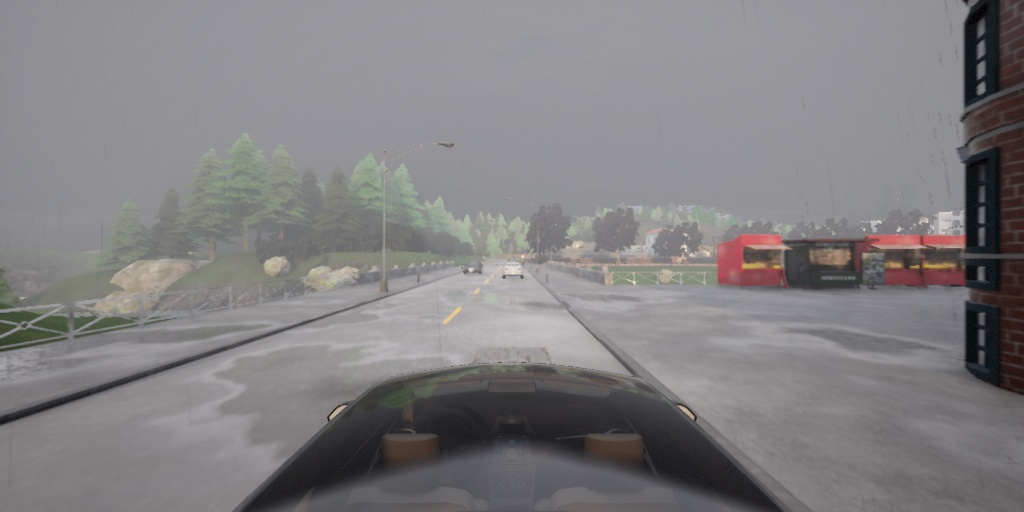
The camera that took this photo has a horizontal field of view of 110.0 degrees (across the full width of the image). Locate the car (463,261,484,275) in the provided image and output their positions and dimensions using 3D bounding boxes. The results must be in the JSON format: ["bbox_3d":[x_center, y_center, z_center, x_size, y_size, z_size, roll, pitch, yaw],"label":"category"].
[{"bbox_3d":[-4.090,1.248,38.509,2.128,1.511,4.902,0,0,0],"label":"car"}]

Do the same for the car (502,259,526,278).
[{"bbox_3d":[0.098,1.281,33.586,1.812,1.442,4.674,0,0,0],"label":"car"}]
